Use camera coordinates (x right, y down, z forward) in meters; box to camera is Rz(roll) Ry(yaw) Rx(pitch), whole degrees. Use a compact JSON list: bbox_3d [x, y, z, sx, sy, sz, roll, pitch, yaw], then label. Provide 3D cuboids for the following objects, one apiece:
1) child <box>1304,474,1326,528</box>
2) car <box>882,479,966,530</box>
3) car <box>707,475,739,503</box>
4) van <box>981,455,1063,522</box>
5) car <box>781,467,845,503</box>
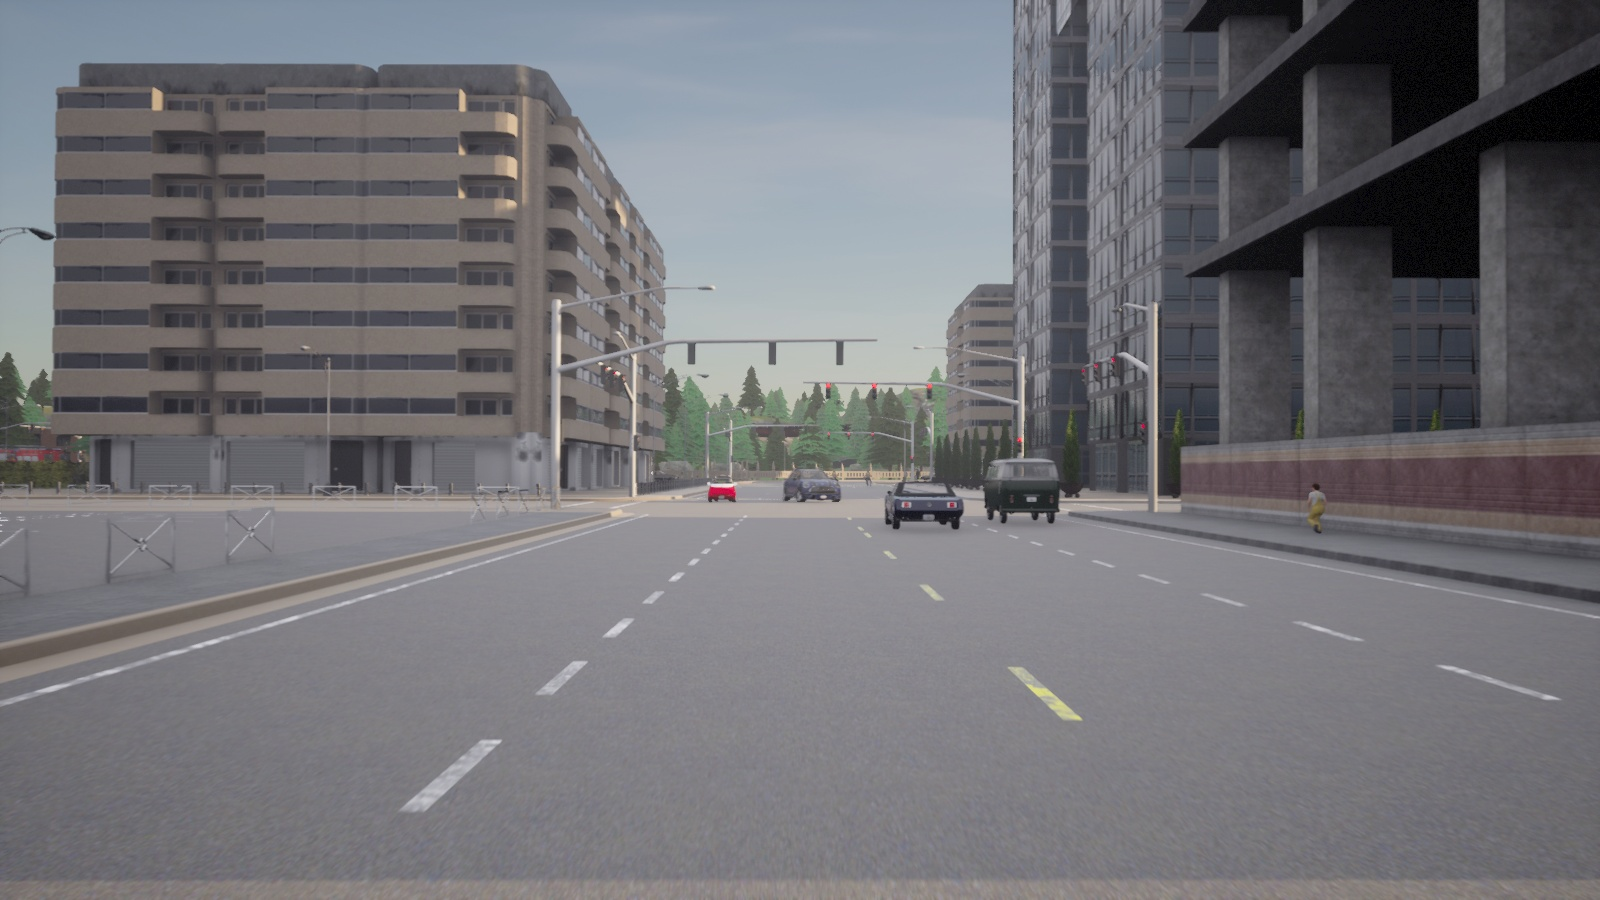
[{"bbox_3d":[12.094,1.200,29.486,0.270,1.263,0.437,0,-1,-9],"label":"child"},{"bbox_3d":[3.412,1.494,35.410,1.895,1.301,4.718,0,-1,0],"label":"car"},{"bbox_3d":[-3.855,1.968,63.012,1.481,1.376,2.207,0,-1,-1],"label":"car"},{"bbox_3d":[6.902,1.198,39.535,1.775,1.987,4.442,0,-1,0],"label":"van"},{"bbox_3d":[0.637,1.774,64.412,2.097,1.767,4.553,0,-1,-15],"label":"car"}]
